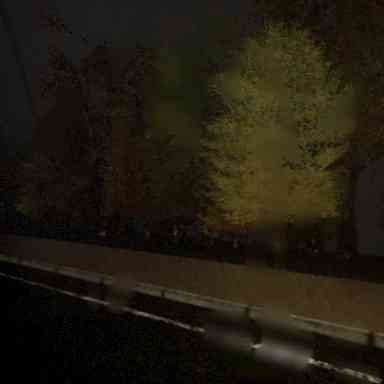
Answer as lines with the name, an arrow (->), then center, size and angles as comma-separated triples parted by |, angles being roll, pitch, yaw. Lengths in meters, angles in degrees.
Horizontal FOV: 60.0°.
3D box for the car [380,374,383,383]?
car -> 3.090, 1.552, 1.473 | 4.181, 1.385, 1.994 | 0, 0, 36
